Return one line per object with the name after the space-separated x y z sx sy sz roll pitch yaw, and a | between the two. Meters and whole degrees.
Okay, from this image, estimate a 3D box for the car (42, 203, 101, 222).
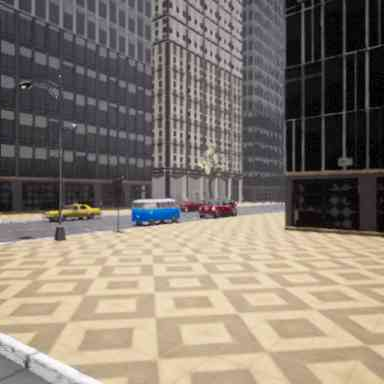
-9.922 1.623 27.650 1.752 1.417 4.829 0 0 38 | car

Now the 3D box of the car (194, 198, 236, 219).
2.430 1.526 30.564 1.967 1.590 4.097 0 0 38 | car

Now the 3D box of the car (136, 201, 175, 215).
-3.813 1.685 35.372 1.802 1.307 4.206 0 0 38 | car

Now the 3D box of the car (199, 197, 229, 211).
2.976 1.551 44.189 1.967 1.590 4.097 0 0 38 | car

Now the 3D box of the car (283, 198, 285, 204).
19.947 1.458 66.232 2.192 1.841 5.009 0 0 38 | car

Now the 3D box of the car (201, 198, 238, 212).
3.404 1.595 40.678 2.128 1.511 4.902 0 0 38 | car

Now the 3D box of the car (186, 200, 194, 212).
-0.418 1.652 39.780 1.887 1.381 4.507 0 0 38 | car

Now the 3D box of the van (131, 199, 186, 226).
-2.533 1.422 23.936 1.690 1.788 3.998 0 0 38 | van
